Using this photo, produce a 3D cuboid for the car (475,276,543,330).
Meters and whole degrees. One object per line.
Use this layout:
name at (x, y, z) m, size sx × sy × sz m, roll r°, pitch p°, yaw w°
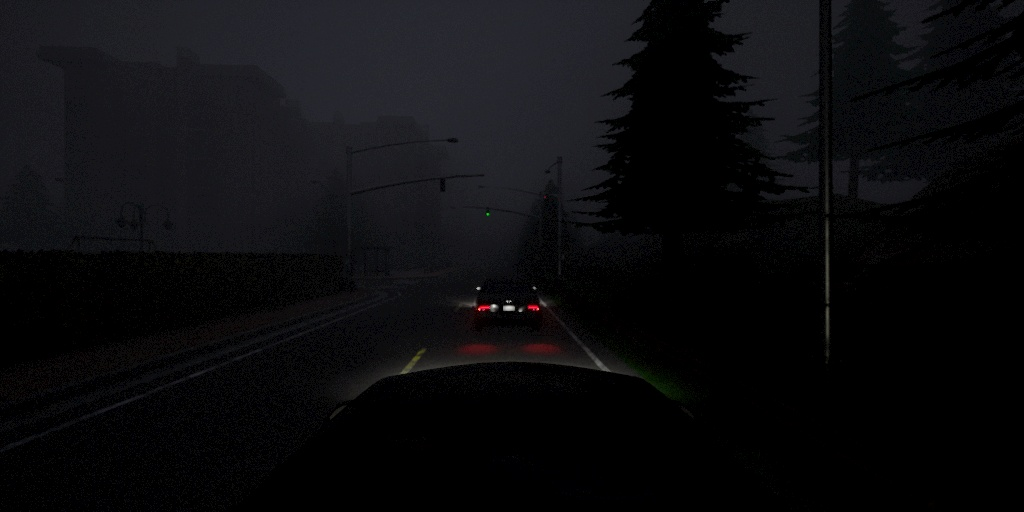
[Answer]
car at (-0.161, 1.323, 11.228) m, size 2.033 × 1.411 × 5.357 m, roll 0°, pitch 0°, yaw -2°
